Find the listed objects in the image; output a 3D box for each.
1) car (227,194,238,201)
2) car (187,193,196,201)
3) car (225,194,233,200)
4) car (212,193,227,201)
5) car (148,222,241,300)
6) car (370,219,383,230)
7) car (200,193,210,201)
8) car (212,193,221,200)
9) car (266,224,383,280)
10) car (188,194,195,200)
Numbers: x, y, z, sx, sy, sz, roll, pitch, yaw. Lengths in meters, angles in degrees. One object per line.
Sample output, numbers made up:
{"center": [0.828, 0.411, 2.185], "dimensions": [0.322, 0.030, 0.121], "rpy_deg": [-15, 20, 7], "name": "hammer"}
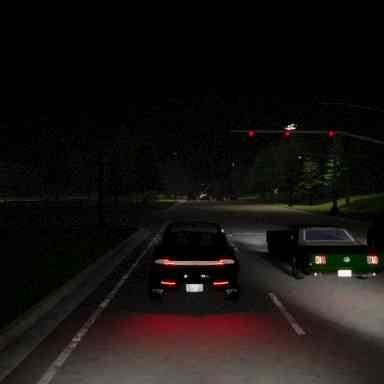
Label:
{"center": [10.345, 1.516, 82.640], "dimensions": [1.812, 1.442, 4.674], "rpy_deg": [0, 0, 0], "name": "car"}
{"center": [-0.154, 1.217, 82.234], "dimensions": [2.150, 2.045, 5.566], "rpy_deg": [0, 0, 0], "name": "car"}
{"center": [10.326, 1.332, 92.644], "dimensions": [1.837, 1.490, 4.892], "rpy_deg": [0, 0, 0], "name": "car"}
{"center": [6.846, 1.531, 82.217], "dimensions": [2.033, 1.411, 5.357], "rpy_deg": [0, 0, 0], "name": "car"}
{"center": [0.055, 1.492, 8.344], "dimensions": [2.128, 1.511, 4.902], "rpy_deg": [0, 0, 0], "name": "car"}
{"center": [7.056, 1.221, 9.039], "dimensions": [2.150, 2.045, 5.566], "rpy_deg": [0, 0, 0], "name": "car"}
{"center": [3.345, 1.545, 82.627], "dimensions": [1.994, 1.385, 4.181], "rpy_deg": [0, 0, 0], "name": "car"}
{"center": [6.826, 1.187, 92.607], "dimensions": [2.097, 1.767, 4.553], "rpy_deg": [0, 0, 0], "name": "car"}
{"center": [3.561, 1.601, 9.942], "dimensions": [1.895, 1.301, 4.718], "rpy_deg": [0, 0, 0], "name": "car"}
{"center": [-0.174, 1.310, 92.624], "dimensions": [1.882, 1.535, 5.008], "rpy_deg": [0, 0, 0], "name": "car"}
